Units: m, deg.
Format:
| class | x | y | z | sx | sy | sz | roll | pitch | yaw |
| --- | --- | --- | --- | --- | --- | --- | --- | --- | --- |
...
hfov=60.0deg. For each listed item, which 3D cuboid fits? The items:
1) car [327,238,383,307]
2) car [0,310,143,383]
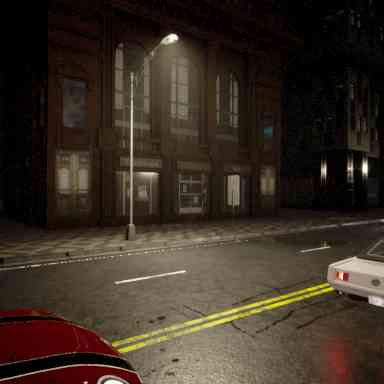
| class | x | y | z | sx | sy | sz | roll | pitch | yaw |
| --- | --- | --- | --- | --- | --- | --- | --- | --- | --- |
| car | 5.010 | 1.597 | 7.014 | 4.718 | 1.301 | 1.895 | 0 | 0 | -35 |
| car | -2.424 | 1.352 | 1.711 | 4.553 | 1.767 | 2.097 | 0 | 0 | -36 |
